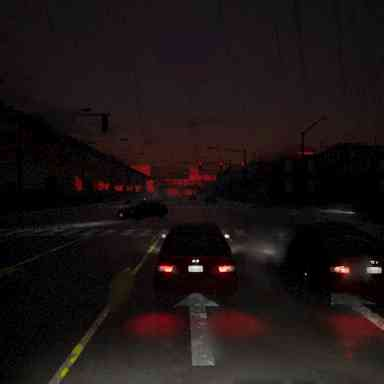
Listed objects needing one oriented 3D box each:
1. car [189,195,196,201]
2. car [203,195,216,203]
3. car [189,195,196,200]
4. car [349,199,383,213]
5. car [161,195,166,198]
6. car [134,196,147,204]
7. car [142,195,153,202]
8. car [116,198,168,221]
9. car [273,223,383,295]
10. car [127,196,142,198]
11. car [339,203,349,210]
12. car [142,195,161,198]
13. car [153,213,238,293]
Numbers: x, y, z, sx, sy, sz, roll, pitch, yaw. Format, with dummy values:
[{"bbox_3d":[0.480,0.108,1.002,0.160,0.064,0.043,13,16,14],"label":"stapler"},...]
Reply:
[{"bbox_3d":[0.198,1.540,83.284,2.033,1.411,5.357,0,0,0],"label":"car"},{"bbox_3d":[3.762,1.564,67.379,1.994,1.385,4.181,0,0,0],"label":"car"},{"bbox_3d":[0.223,1.500,93.793,1.837,1.490,4.892,0,0,0],"label":"car"},{"bbox_3d":[20.047,1.564,36.415,4.181,1.385,1.994,0,0,0],"label":"car"},{"bbox_3d":[-6.867,1.601,66.379,1.895,1.301,4.718,0,0,1],"label":"car"},{"bbox_3d":[-10.360,1.505,66.724,1.837,1.490,4.892,0,0,1],"label":"car"},{"bbox_3d":[-10.317,1.478,76.858,1.882,1.535,5.008,0,0,0],"label":"car"},{"bbox_3d":[-4.020,1.491,27.286,2.128,1.511,4.902,0,0,34],"label":"car"},{"bbox_3d":[3.581,1.547,8.892,2.033,1.411,5.357,0,0,2],"label":"car"},{"bbox_3d":[-10.434,1.478,57.264,1.882,1.535,5.008,0,0,0],"label":"car"},{"bbox_3d":[20.631,1.547,39.918,5.357,1.411,2.033,0,0,0],"label":"car"},{"bbox_3d":[-6.935,1.601,57.052,1.895,1.301,4.718,0,0,0],"label":"car"},{"bbox_3d":[0.090,1.547,9.000,2.033,1.411,5.357,0,0,0],"label":"car"}]
